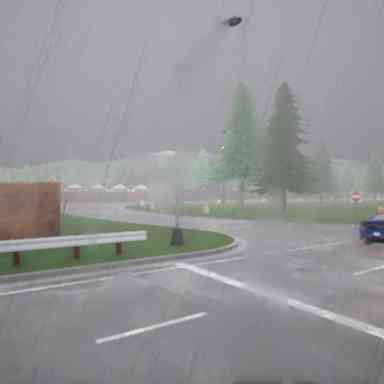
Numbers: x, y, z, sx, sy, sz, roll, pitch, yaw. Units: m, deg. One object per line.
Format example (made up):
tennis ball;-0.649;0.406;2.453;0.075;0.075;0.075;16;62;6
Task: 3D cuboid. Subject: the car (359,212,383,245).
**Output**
car;9.423;1.555;14.773;5.008;1.535;1.882;0;0;-36

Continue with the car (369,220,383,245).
car;7.045;1.543;8.775;4.902;1.511;2.128;0;0;-36
